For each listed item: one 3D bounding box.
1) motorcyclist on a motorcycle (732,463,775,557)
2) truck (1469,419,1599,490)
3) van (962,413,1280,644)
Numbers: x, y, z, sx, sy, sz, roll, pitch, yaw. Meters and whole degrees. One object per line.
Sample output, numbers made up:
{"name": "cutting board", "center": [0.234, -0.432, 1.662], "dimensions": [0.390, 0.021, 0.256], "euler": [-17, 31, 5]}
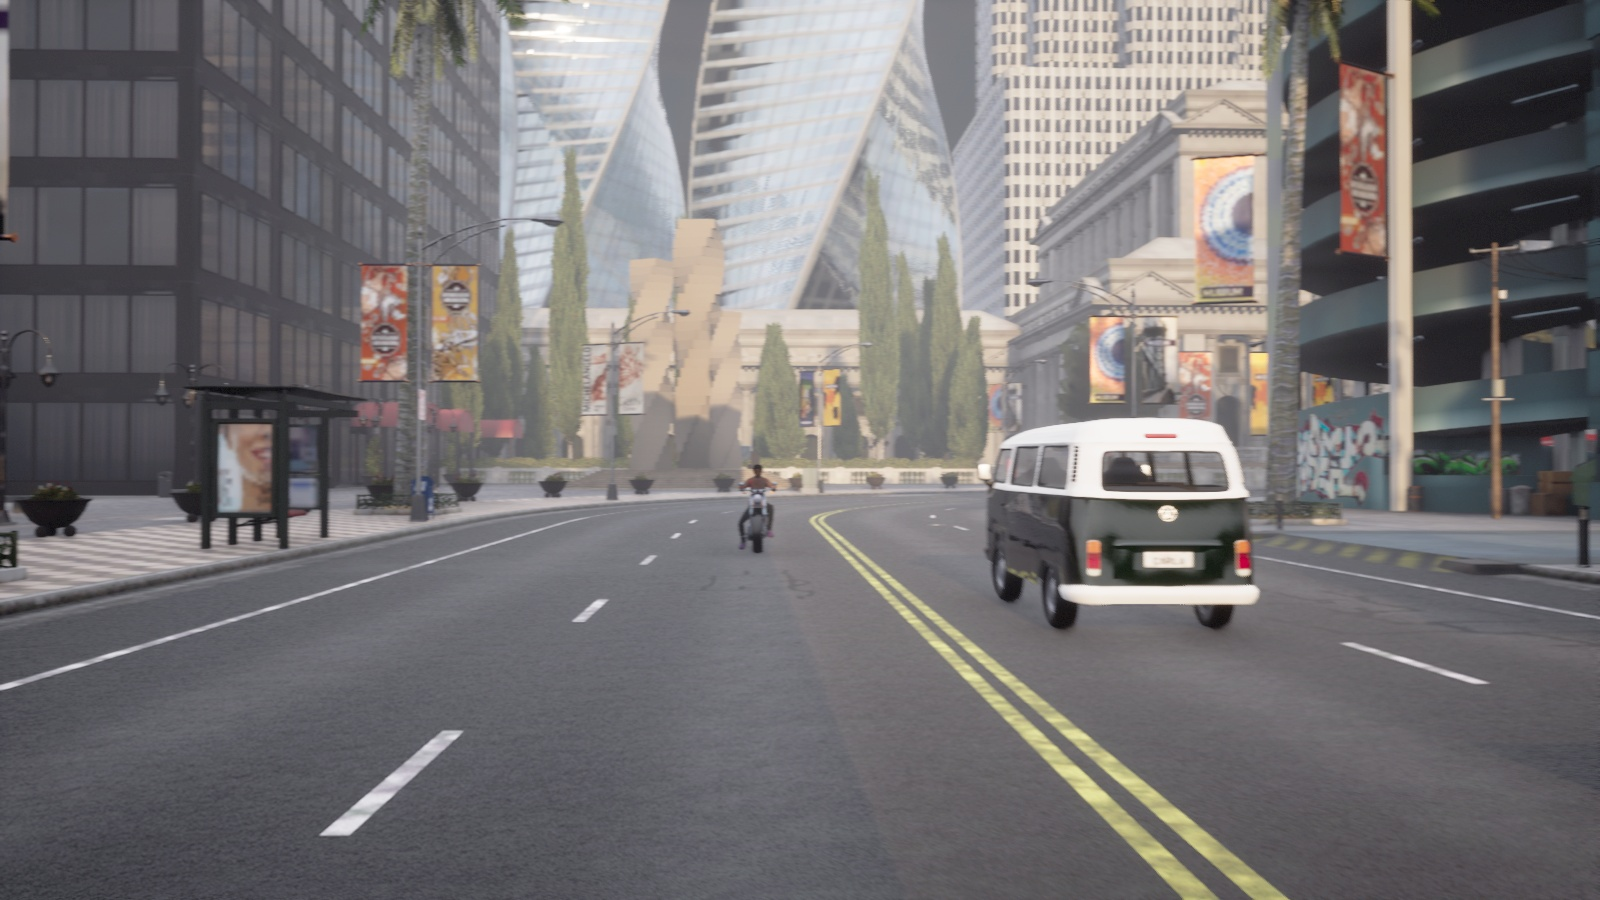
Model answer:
{"name": "motorcyclist on a motorcycle", "center": [-0.872, 1.076, 23.475], "dimensions": [0.766, 1.649, 2.350], "euler": [0, -1, -2]}
{"name": "truck", "center": [42.427, 0.259, 70.191], "dimensions": [8.468, 3.827, 2.891], "euler": [0, -1, -2]}
{"name": "van", "center": [3.144, 0.694, 13.397], "dimensions": [2.069, 2.038, 4.480], "euler": [0, 0, -3]}
